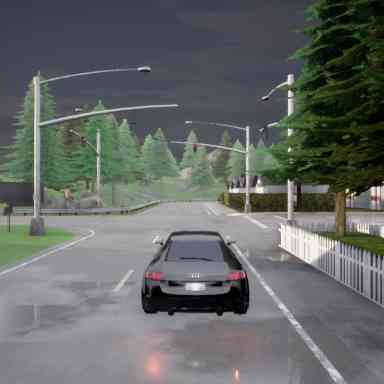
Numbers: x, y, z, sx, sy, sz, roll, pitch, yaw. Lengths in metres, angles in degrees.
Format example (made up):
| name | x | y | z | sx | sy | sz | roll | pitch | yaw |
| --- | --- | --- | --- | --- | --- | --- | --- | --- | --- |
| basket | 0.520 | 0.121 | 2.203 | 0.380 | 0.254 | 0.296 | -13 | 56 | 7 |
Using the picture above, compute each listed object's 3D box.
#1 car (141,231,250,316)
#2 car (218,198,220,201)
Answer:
| name | x | y | z | sx | sy | sz | roll | pitch | yaw |
| --- | --- | --- | --- | --- | --- | --- | --- | --- | --- |
| car | 0.075 | 1.564 | 7.604 | 1.994 | 1.385 | 4.181 | 0 | 0 | 1 |
| car | 8.358 | 1.525 | 73.421 | 5.357 | 1.411 | 2.033 | 0 | 0 | -17 |
